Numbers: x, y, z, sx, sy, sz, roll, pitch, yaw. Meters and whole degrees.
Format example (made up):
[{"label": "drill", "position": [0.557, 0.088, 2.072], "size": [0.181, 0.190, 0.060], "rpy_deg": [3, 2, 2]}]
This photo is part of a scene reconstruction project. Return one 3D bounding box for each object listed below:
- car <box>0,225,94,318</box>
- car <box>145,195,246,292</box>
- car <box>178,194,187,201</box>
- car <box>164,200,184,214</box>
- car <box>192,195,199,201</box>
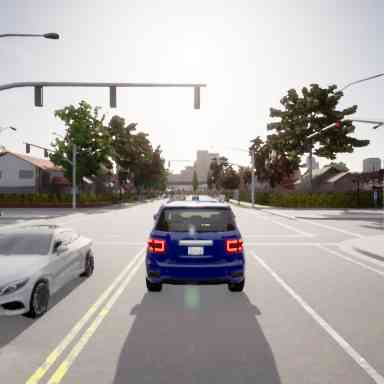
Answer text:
[{"label": "car", "position": [-3.604, 1.526, 7.521], "size": [1.812, 1.442, 4.674], "rpy_deg": [0, 0, 0]}, {"label": "car", "position": [0.074, 1.222, 9.098], "size": [2.150, 2.045, 5.566], "rpy_deg": [0, 0, 0]}, {"label": "car", "position": [-2.536, 1.351, 88.470], "size": [2.097, 1.767, 4.553], "rpy_deg": [0, 0, 0]}, {"label": "car", "position": [-2.089, 1.601, 37.217], "size": [1.895, 1.301, 4.718], "rpy_deg": [0, 0, -8]}, {"label": "car", "position": [0.961, 1.478, 88.056], "size": [1.882, 1.535, 5.008], "rpy_deg": [0, 0, 0]}]
